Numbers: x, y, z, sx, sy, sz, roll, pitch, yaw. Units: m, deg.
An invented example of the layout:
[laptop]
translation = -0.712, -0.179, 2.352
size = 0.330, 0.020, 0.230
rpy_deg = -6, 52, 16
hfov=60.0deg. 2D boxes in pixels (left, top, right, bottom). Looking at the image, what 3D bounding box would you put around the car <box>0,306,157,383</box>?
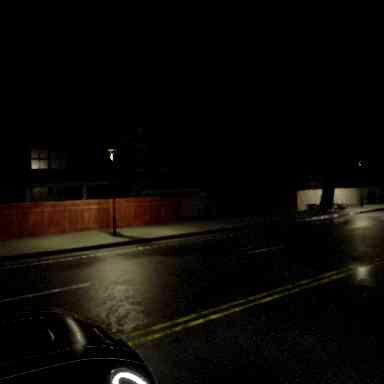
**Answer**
[car]
translation = -2.349, 1.382, 1.753
size = 4.553, 1.767, 2.097
rpy_deg = -2, 1, -36
